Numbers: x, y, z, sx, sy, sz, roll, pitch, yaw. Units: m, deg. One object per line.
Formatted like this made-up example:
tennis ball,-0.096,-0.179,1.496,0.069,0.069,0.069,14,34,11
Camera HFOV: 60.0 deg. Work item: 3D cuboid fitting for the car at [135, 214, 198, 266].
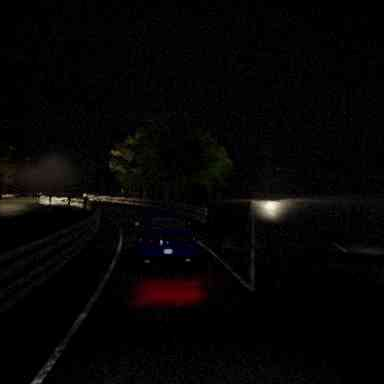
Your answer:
car,-0.999,1.516,11.797,1.882,1.535,5.008,0,0,-8

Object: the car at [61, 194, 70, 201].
car,-22.018,1.148,58.711,1.882,1.535,5.008,0,1,-28

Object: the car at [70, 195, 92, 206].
car,-16.584,1.363,50.486,1.994,1.385,4.181,0,1,-35
